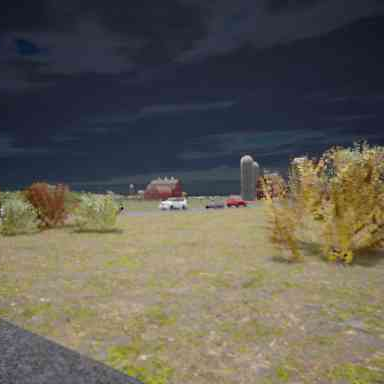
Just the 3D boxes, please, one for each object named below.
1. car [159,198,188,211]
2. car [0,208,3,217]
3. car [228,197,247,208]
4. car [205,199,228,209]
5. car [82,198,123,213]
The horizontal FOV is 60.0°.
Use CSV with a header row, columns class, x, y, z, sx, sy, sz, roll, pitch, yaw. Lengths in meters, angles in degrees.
class,x,y,z,sx,sy,sz,roll,pitch,yaw
car,-3.034,2.021,55.773,2.150,2.045,5.566,-2,-2,37
car,-17.937,1.874,35.184,2.097,1.767,4.553,-2,-2,36
car,8.904,2.100,66.205,2.150,2.045,5.566,-2,-2,36
car,4.117,2.351,59.497,1.994,1.385,4.181,-2,-2,36
car,-11.698,1.859,43.818,2.150,2.045,5.566,-2,-2,36
